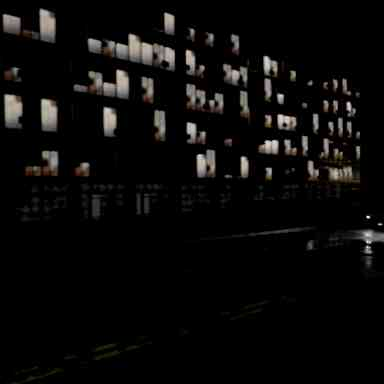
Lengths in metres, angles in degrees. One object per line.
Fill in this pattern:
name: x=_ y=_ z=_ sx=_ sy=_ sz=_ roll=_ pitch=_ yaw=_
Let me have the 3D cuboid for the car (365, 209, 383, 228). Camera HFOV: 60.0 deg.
car: x=12.860 y=1.595 z=20.843 sx=4.718 sy=1.301 sz=1.895 roll=0 pitch=0 yaw=-36
